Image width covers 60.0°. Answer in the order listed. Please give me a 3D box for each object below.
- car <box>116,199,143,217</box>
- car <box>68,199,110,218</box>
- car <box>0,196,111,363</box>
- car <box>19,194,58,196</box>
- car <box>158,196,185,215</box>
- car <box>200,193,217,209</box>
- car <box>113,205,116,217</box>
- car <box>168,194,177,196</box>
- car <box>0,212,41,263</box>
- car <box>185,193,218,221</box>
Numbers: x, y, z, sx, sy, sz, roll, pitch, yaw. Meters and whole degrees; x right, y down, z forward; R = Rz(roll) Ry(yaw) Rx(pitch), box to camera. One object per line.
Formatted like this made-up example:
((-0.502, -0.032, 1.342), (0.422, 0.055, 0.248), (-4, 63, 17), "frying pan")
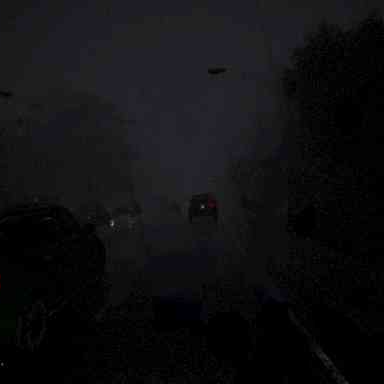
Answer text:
((-5.937, 1.418, 31.229), (1.882, 1.535, 5.008), (0, 0, 4), "car")
((-9.455, 1.432, 31.076), (2.128, 1.511, 4.902), (0, 0, 4), "car")
((-3.179, 1.209, 5.960), (2.150, 2.045, 5.566), (0, 0, -1), "car")
((-10.019, 1.179, 20.720), (2.150, 2.045, 5.566), (0, 0, 3), "car")
((-2.158, 1.430, 33.232), (2.128, 1.511, 4.902), (0, 0, 4), "car")
((2.334, 1.141, 45.272), (2.150, 2.045, 5.566), (0, 0, 5), "car")
((-6.514, 1.523, 20.867), (1.994, 1.385, 4.181), (0, 0, 3), "car")
((-4.480, 1.204, 78.216), (1.882, 1.535, 5.008), (0, 0, 8), "car")
((-6.905, 1.503, 10.795), (1.812, 1.442, 4.674), (0, 0, 2), "car")
((0.926, 1.174, 26.763), (2.150, 2.045, 5.566), (0, 0, 3), "car")
